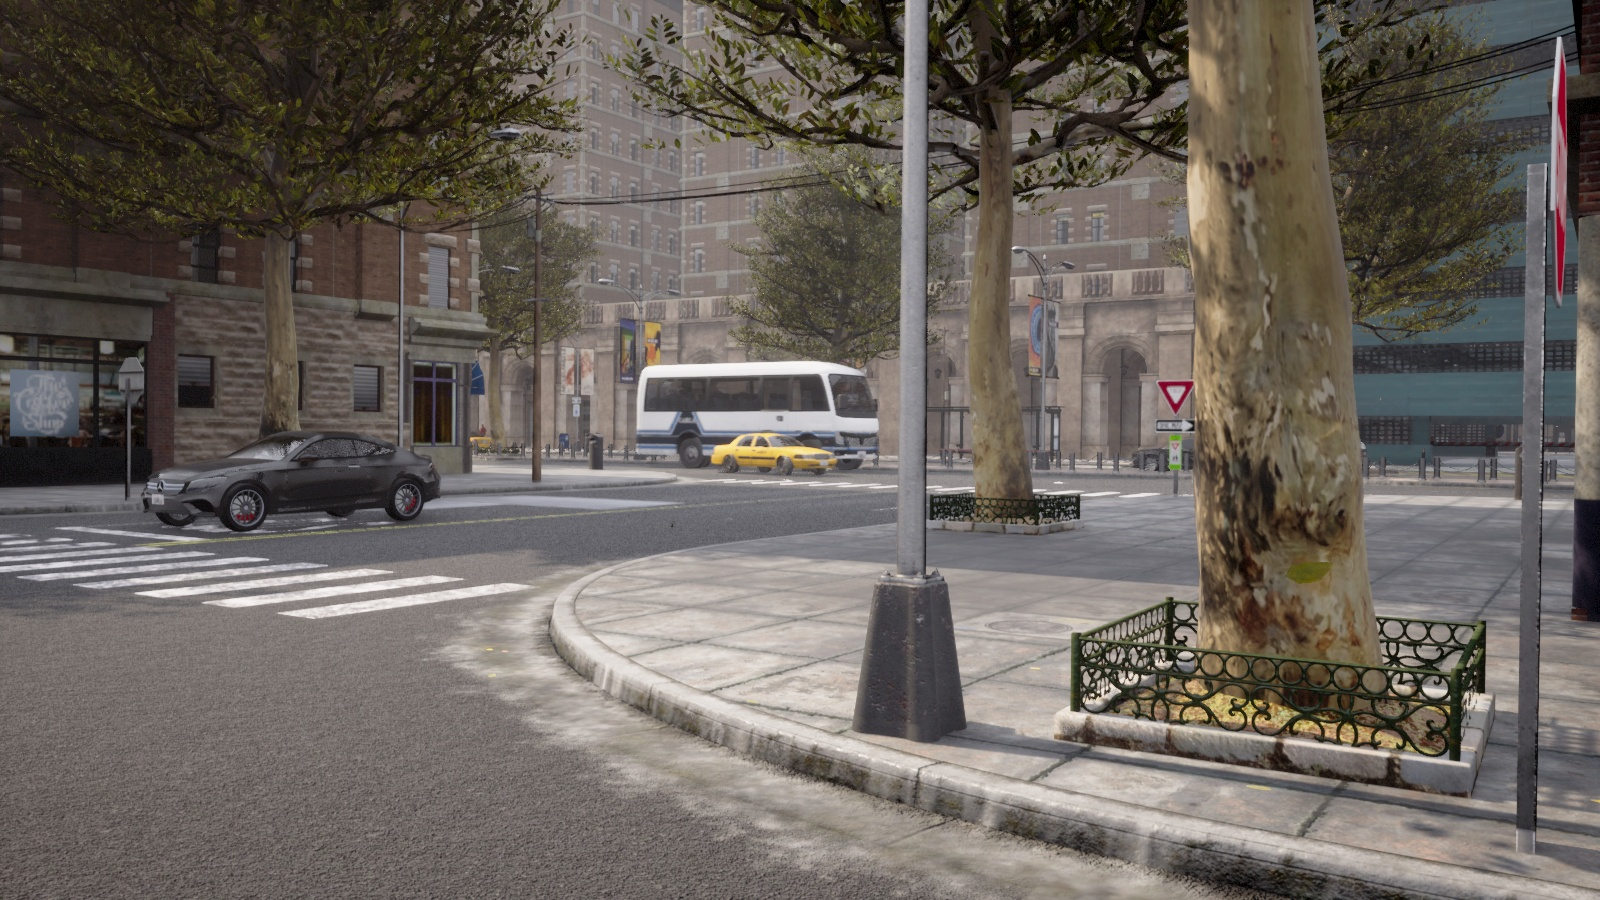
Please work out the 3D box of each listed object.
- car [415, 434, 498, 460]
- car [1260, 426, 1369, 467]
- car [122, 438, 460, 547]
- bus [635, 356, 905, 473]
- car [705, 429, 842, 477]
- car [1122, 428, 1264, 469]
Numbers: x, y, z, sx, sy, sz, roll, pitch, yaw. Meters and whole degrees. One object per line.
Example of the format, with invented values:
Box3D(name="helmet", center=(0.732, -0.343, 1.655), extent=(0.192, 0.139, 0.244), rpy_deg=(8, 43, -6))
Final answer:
Box3D(name="car", center=(-20.973, -0.188, 76.582), extent=(5.366, 1.575, 1.801), rpy_deg=(0, 1, 33))
Box3D(name="car", center=(20.255, -0.150, 49.484), extent=(3.705, 1.549, 1.789), rpy_deg=(0, 1, 33))
Box3D(name="car", center=(-7.719, 0.559, 19.535), extent=(1.812, 1.442, 4.674), rpy_deg=(0, 1, 33))
Box3D(name="bus", center=(-1.306, -1.316, 49.870), extent=(10.273, 4.253, 3.944), rpy_deg=(0, 1, 33))
Box3D(name="car", center=(-1.031, 0.072, 44.453), extent=(1.801, 1.575, 5.366), rpy_deg=(-1, 1, -41))
Box3D(name="car", center=(15.187, -0.066, 48.628), extent=(4.892, 1.490, 1.837), rpy_deg=(0, 1, 33))
